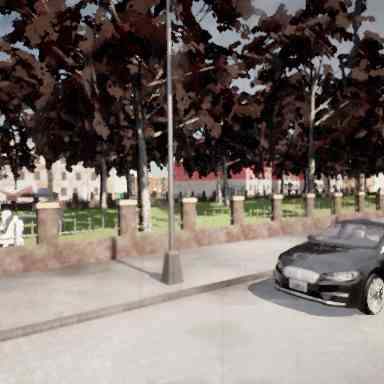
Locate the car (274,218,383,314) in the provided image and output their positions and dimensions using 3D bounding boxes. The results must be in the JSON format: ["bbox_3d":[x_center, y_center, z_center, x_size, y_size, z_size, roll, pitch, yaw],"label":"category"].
[{"bbox_3d":[3.897,1.368,7.392,4.902,1.511,2.128,-1,1,-35],"label":"car"}]
